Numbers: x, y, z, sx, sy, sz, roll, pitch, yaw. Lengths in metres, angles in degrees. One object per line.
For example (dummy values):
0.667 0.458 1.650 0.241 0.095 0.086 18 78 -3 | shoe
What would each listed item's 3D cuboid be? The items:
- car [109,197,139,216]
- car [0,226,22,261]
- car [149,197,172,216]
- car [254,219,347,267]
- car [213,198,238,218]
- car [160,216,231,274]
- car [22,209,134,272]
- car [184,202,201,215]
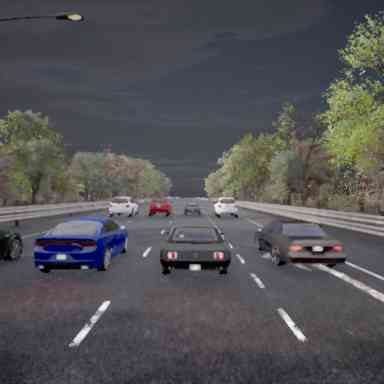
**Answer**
-6.939 1.532 34.268 2.150 2.045 5.566 0 0 0 | car
-6.911 1.399 9.696 2.097 1.767 4.553 0 -1 0 | car
-3.442 1.587 36.935 2.150 2.045 5.566 0 0 0 | car
3.578 1.688 11.990 2.033 1.411 5.357 0 -1 0 | car
3.558 1.620 35.755 2.150 2.045 5.566 0 0 0 | car
0.087 1.707 10.908 1.895 1.301 4.718 0 -1 0 | car
-3.414 1.563 11.165 1.882 1.535 5.008 0 0 0 | car
0.053 1.917 40.085 2.128 1.511 4.902 0 -1 0 | car
